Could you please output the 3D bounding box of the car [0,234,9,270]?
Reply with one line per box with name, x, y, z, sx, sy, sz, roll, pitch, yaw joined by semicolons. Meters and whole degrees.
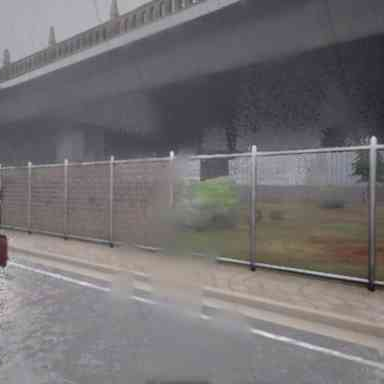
car;-6.867;1.329;8.889;5.008;1.535;1.882;1;1;35
